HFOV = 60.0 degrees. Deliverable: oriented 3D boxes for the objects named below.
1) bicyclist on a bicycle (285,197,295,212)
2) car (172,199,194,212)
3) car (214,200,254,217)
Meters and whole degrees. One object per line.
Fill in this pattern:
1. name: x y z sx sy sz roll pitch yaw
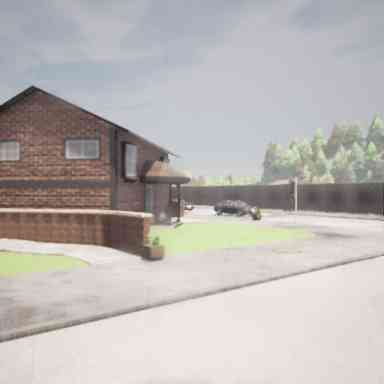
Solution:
1. bicyclist on a bicycle: 10.822 1.421 36.753 1.656 1.620 0.582 0 0 -36
2. car: -1.687 1.543 39.835 2.128 1.511 4.902 0 0 -35
3. car: 4.139 1.543 31.661 2.128 1.511 4.902 0 0 -36
